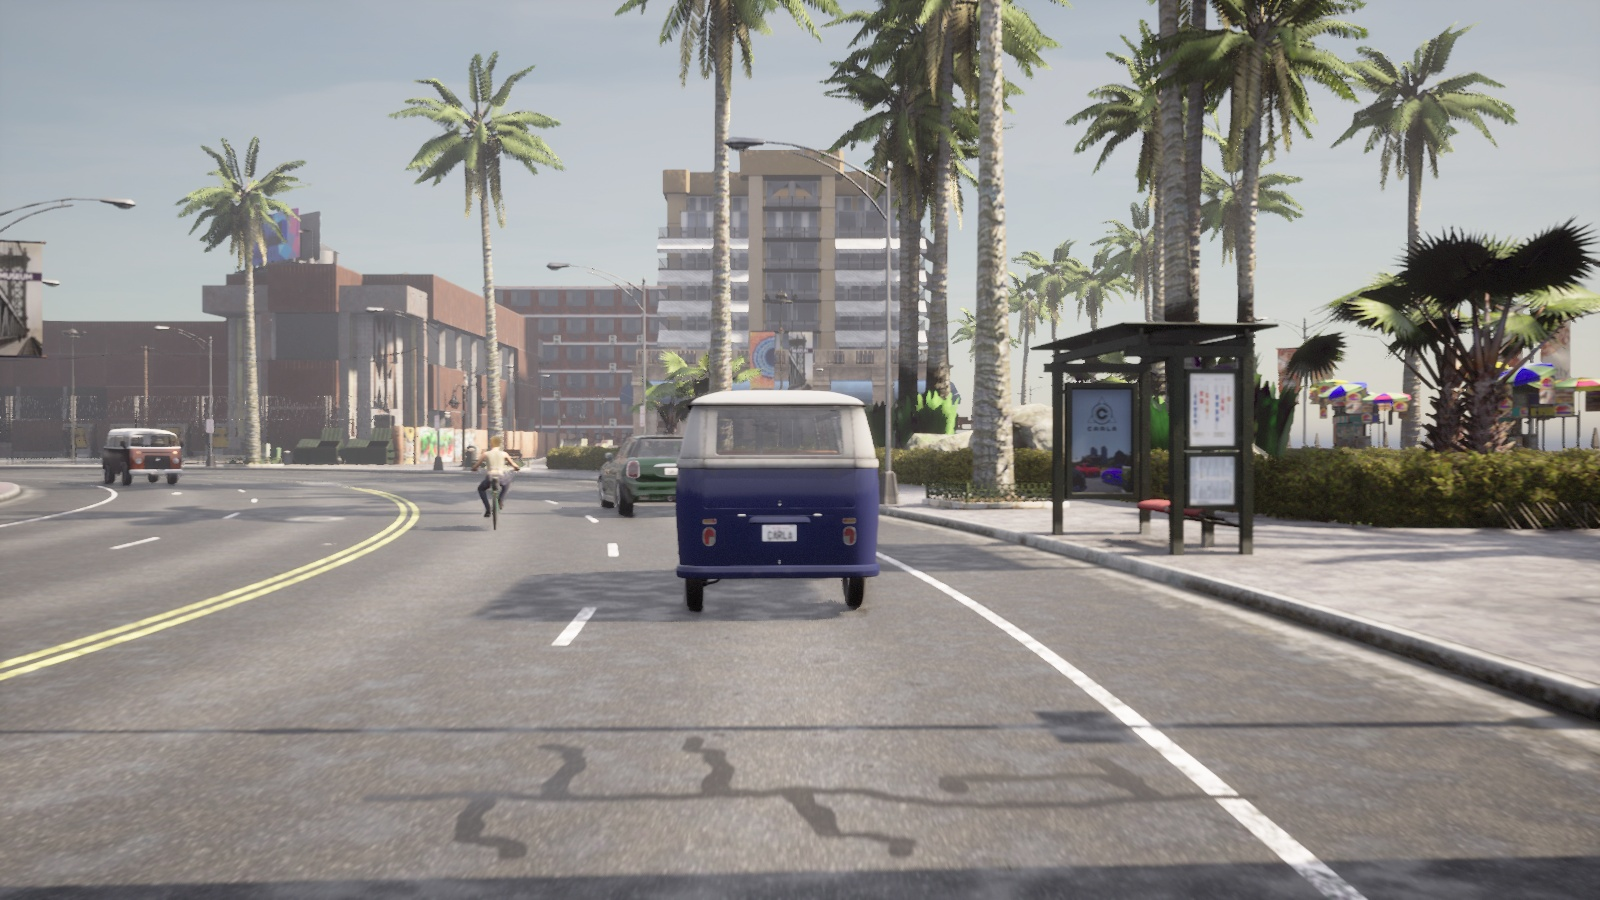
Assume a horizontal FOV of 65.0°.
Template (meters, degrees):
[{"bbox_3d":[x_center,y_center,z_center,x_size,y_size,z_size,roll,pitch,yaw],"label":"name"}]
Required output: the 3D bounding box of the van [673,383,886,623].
[{"bbox_3d":[-0.337,0.427,12.689,1.775,1.987,4.442,0,0,-4],"label":"van"}]

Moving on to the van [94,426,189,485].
[{"bbox_3d":[-24.074,0.192,45.820,2.069,2.038,4.480,0,0,-41],"label":"van"}]

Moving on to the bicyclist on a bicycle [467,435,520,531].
[{"bbox_3d":[-5.368,0.554,22.067,0.866,1.612,1.509,0,0,-12],"label":"bicyclist on a bicycle"}]

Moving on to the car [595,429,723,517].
[{"bbox_3d":[-3.200,0.447,27.640,2.097,1.767,4.553,0,0,-16],"label":"car"}]
